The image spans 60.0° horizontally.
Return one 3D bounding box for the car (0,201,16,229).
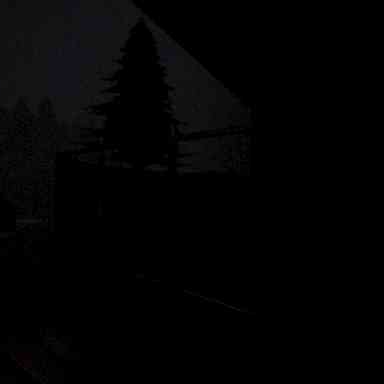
[{"bbox_3d":[-9.948,0.788,14.357,2.150,2.045,5.566,0,1,1],"label":"car"}]
